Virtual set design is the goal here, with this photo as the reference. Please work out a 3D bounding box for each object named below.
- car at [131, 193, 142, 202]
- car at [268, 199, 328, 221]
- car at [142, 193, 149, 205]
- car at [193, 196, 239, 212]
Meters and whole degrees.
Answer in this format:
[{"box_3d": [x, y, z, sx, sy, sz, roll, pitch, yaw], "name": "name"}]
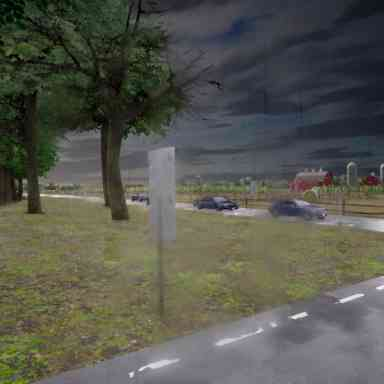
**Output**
[{"box_3d": [-8.066, 0.810, 52.362, 1.994, 1.385, 4.181, -1, 1, -35], "name": "car"}, {"box_3d": [7.903, 1.277, 25.233, 1.812, 1.442, 4.674, -1, 2, -35], "name": "car"}, {"box_3d": [-3.989, 0.788, 41.752, 2.097, 1.767, 4.553, -1, 1, -36], "name": "car"}, {"box_3d": [2.266, 1.142, 33.072, 2.033, 1.411, 5.357, -1, 2, -36], "name": "car"}]
